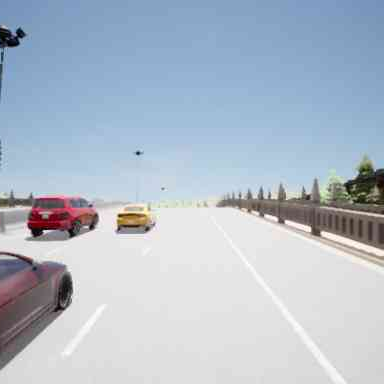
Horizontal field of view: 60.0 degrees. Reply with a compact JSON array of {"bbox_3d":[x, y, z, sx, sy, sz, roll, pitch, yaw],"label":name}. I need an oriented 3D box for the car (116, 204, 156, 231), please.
[{"bbox_3d":[-3.400,1.496,20.921,1.882,1.535,5.008,0,0,0],"label":"car"}]

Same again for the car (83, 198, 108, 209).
[{"bbox_3d":[-14.067,1.652,48.651,2.033,1.411,5.357,0,-1,0],"label":"car"}]

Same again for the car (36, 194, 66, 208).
[{"bbox_3d":[-21.049,1.361,50.031,2.150,2.045,5.566,0,-1,1],"label":"car"}]

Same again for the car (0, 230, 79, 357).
[{"bbox_3d":[-3.402,1.568,5.095,1.994,1.385,4.181,0,0,0],"label":"car"}]

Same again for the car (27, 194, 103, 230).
[{"bbox_3d":[-6.900,1.238,18.362,2.150,2.045,5.566,0,0,0],"label":"car"}]

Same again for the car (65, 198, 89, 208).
[{"bbox_3d":[-17.550,1.672,50.937,1.837,1.490,4.892,0,-1,1],"label":"car"}]
